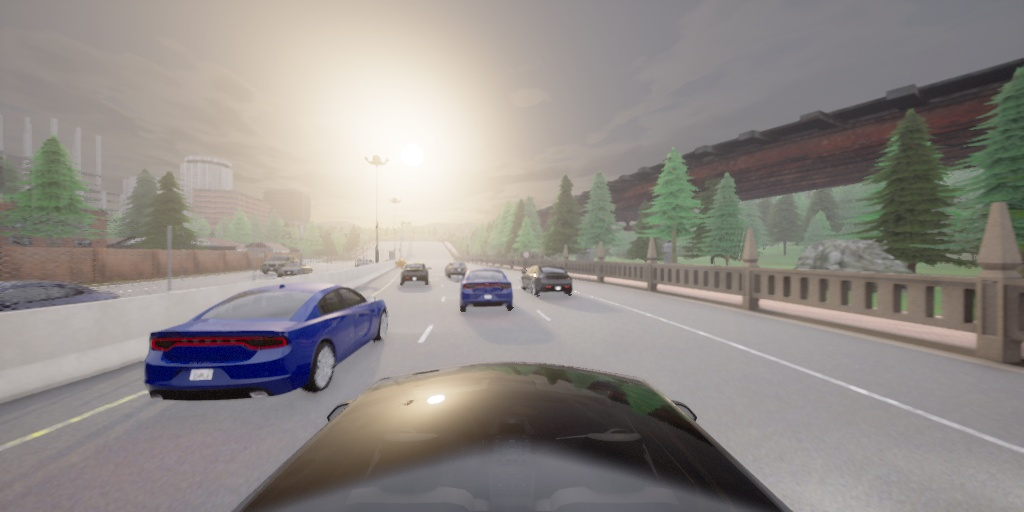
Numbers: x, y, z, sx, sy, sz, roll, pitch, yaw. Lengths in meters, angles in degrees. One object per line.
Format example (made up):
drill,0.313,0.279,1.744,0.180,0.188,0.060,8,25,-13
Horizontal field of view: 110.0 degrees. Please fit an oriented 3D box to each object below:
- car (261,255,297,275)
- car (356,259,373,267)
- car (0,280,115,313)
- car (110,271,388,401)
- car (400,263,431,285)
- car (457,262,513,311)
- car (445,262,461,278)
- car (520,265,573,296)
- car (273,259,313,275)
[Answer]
car,-24.928,0.914,38.823,2.150,2.045,5.566,0,1,-14
car,-21.136,1.147,51.981,2.128,1.511,4.902,0,0,-14
car,-11.031,1.279,7.533,1.812,1.442,4.674,0,0,-5
car,-3.792,1.221,6.655,1.882,1.535,5.008,0,0,-4
car,-6.923,1.206,25.735,1.837,1.490,4.892,0,1,-13
car,-1.124,1.196,14.409,1.882,1.535,5.008,0,0,-8
car,-5.069,1.226,32.722,2.033,1.411,5.357,0,0,-14
car,1.698,1.209,18.868,1.837,1.490,4.892,0,1,-10
car,-19.755,1.266,32.867,1.994,1.385,4.181,0,0,-15
